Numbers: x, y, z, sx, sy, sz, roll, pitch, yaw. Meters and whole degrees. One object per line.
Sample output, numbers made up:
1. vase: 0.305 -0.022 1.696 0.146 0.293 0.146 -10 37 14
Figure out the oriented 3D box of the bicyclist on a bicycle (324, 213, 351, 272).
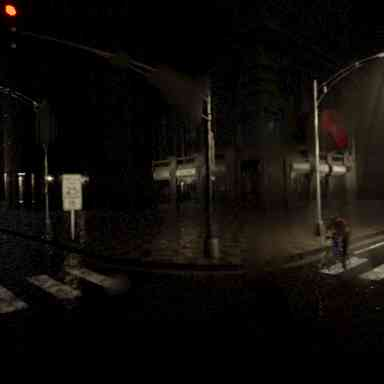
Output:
1. bicyclist on a bicycle: 4.236 1.435 9.636 1.656 1.620 0.582 -2 0 -43
